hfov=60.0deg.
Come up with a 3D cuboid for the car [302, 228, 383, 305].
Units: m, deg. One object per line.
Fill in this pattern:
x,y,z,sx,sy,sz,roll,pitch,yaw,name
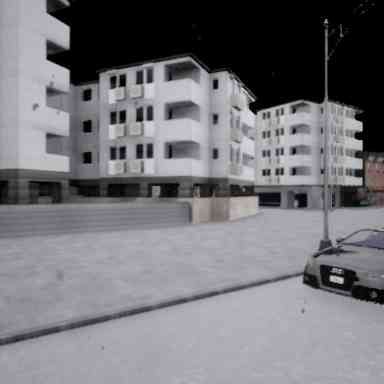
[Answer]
4.524,1.578,7.833,4.181,1.385,1.994,0,0,-35,car
